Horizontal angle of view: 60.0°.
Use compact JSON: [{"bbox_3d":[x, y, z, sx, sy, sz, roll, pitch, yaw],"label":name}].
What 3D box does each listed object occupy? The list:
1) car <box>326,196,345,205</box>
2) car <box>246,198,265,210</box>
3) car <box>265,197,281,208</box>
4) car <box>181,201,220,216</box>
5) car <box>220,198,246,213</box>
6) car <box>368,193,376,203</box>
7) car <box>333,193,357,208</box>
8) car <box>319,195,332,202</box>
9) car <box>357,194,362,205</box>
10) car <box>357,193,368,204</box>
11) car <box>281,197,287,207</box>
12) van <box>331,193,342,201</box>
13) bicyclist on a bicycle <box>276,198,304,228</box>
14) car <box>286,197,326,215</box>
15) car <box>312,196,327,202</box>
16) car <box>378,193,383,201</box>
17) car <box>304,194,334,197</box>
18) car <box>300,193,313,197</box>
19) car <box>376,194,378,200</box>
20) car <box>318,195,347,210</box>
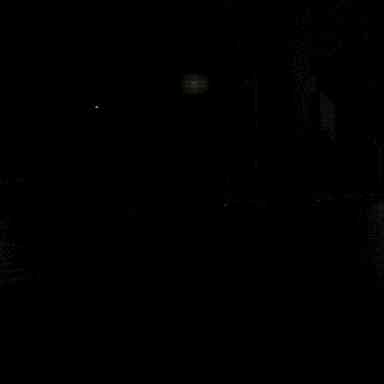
[{"bbox_3d":[23.285,1.352,53.893,1.812,1.442,4.674,-1,0,35],"label":"car"},{"bbox_3d":[7.057,1.493,40.951,1.802,1.307,4.206,0,0,35],"label":"car"},{"bbox_3d":[10.175,1.425,45.444,1.752,1.417,4.829,0,0,35],"label":"car"},{"bbox_3d":[0.627,1.523,31.685,1.802,1.307,4.206,0,0,35],"label":"car"},{"bbox_3d":[3.841,1.365,36.318,1.967,1.590,4.097,0,0,35],"label":"car"},{"bbox_3d":[33.346,1.098,63.882,2.192,1.841,5.009,0,0,35],"label":"car"},{"bbox_3d":[20.486,1.136,45.352,2.192,1.841,5.009,0,0,35],"label":"car"},{"bbox_3d":[29.564,1.425,73.382,1.802,1.307,4.206,0,0,35],"label":"car"},{"bbox_3d":[23.702,1.377,49.983,1.947,1.339,4.313,0,0,35],"label":"car"},{"bbox_3d":[26.916,1.117,54.617,2.192,1.841,5.009,0,0,35],"label":"car"},{"bbox_3d":[13.488,1.454,50.218,1.947,1.339,4.313,0,0,35],"label":"car"},{"bbox_3d":[35.993,1.184,82.650,1.690,1.788,3.998,-1,0,35],"label":"van"},{"bbox_3d":[5.361,1.177,18.359,1.656,1.620,0.582,-1,0,35],"label":"bicyclist on a bicycle"},{"bbox_3d":[10.843,1.423,31.453,1.947,1.339,4.313,0,0,35],"label":"car"},{"bbox_3d":[26.350,1.417,68.750,1.947,1.339,4.313,0,0,35],"label":"car"},{"bbox_3d":[42.991,1.357,77.778,1.802,1.307,4.206,-1,0,35],"label":"car"},{"bbox_3d":[17.422,1.336,45.441,2.128,1.511,4.902,-1,0,35],"label":"car"},{"bbox_3d":[19.918,1.414,59.484,1.887,1.381,4.507,0,0,35],"label":"car"},{"bbox_3d":[36.658,1.301,68.653,1.752,1.417,4.829,-1,0,35],"label":"car"},{"bbox_3d":[17.272,1.376,40.719,1.887,1.381,4.507,0,0,35],"label":"car"}]
